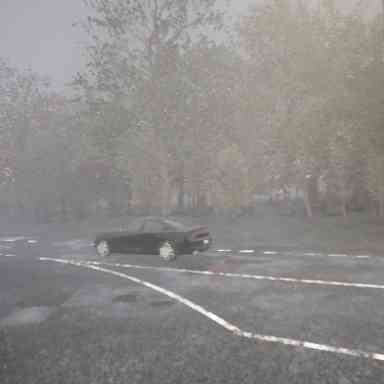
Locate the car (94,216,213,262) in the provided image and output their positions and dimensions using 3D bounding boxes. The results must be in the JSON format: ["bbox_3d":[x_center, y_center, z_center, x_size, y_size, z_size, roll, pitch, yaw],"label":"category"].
[{"bbox_3d":[-1.619,1.697,12.888,5.008,1.535,1.882,-3,-1,31],"label":"car"}]
